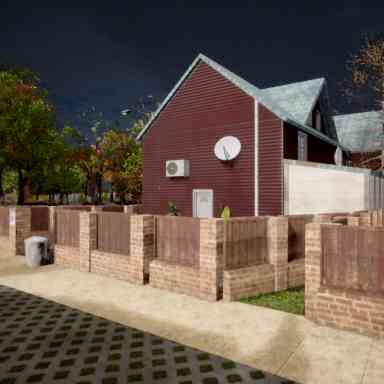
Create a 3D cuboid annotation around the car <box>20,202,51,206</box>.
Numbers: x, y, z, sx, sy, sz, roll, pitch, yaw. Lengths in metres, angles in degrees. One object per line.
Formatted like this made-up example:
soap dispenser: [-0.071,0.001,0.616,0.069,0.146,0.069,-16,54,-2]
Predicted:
car: [-13.225,1.587,27.248,1.812,1.442,4.674,0,0,35]
